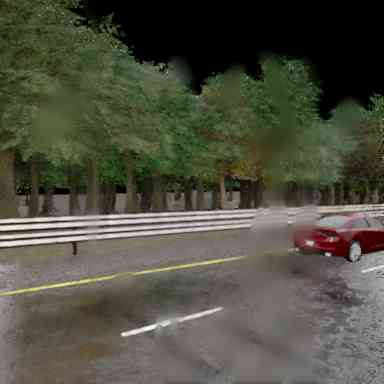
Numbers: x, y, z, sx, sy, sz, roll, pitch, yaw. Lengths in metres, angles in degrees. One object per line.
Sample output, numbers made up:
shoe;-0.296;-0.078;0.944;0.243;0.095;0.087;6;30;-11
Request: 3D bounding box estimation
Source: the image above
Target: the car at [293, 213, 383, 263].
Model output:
car;5.831;1.508;12.187;5.008;1.535;1.882;0;0;-35
